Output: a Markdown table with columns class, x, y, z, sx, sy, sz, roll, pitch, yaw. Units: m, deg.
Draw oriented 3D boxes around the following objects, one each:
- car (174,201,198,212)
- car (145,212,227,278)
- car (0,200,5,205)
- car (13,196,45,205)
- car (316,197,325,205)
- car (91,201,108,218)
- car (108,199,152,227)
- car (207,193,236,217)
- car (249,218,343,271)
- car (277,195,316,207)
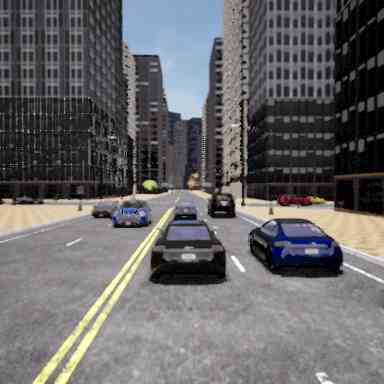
| class | x | y | z | sx | sy | sz | roll | pitch | yaw |
| --- | --- | --- | --- | --- | --- | --- | --- | --- | --- |
| car | -0.524 | 1.456 | 27.310 | 2.033 | 1.411 | 5.357 | 0 | 0 | -1 |
| car | -0.121 | 1.532 | 10.084 | 1.994 | 1.385 | 4.181 | 0 | 0 | -1 |
| car | -29.569 | 1.279 | 48.622 | 4.206 | 1.307 | 1.802 | 0 | 1 | 0 |
| car | -23.883 | 1.306 | 48.629 | 4.313 | 1.339 | 1.947 | 0 | 1 | 0 |
| car | 20.448 | 1.424 | 57.482 | 4.829 | 1.417 | 1.752 | 0 | 1 | 0 |
| car | -7.256 | 1.461 | 29.062 | 2.033 | 1.411 | 5.357 | 0 | 0 | -1 |
| car | -3.842 | 1.285 | 22.021 | 2.097 | 1.767 | 4.553 | 0 | 0 | -1 |
| car | 2.646 | 1.113 | 30.544 | 2.150 | 2.045 | 5.566 | 0 | 0 | -1 |
| car | 3.116 | 1.525 | 10.766 | 1.994 | 1.385 | 4.181 | 0 | 0 | -1 |
| car | 15.045 | 1.336 | 49.059 | 5.009 | 1.841 | 2.192 | 0 | 1 | 0 |
